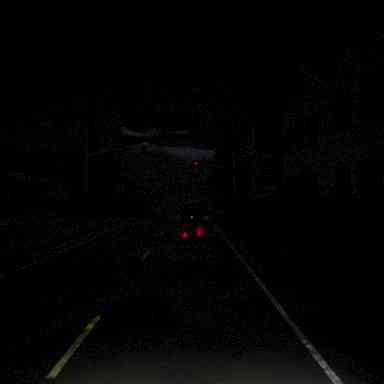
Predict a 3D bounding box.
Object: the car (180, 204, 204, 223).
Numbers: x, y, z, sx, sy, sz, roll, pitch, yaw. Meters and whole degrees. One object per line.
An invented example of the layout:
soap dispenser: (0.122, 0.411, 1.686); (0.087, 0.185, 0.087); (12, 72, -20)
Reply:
car: (0.018, 1.796, 28.489); (2.128, 1.511, 4.902); (0, 0, 0)

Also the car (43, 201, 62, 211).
car: (-22.174, 2.257, 55.031); (4.611, 1.667, 2.242); (0, -1, 0)
